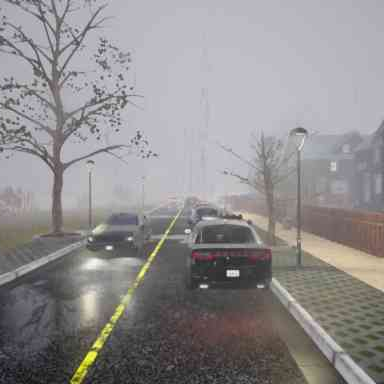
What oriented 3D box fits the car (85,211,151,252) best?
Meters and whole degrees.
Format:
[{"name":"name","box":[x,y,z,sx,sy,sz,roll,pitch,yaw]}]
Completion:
[{"name":"car","box":[-2.858,1.547,14.148,2.033,1.411,5.357,0,0,0]}]

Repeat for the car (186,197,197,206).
[{"name":"car","box":[-0.034,1.550,56.959,1.812,1.442,4.674,0,0,0]}]

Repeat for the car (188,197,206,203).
[{"name":"car","box":[0.810,1.459,25.320,1.801,1.575,5.366,0,0,0]}]

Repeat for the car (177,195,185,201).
[{"name":"car","box":[-2.800,1.586,83.044,1.812,1.442,4.674,0,0,0]}]

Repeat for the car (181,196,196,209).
[{"name":"car","box":[-0.008,1.367,45.868,2.097,1.767,4.553,0,0,0]}]

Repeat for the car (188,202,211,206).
[{"name":"car","box":[0.814,1.527,19.130,1.812,1.442,4.674,0,0,0]}]

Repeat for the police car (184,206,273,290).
[{"name":"police car","box":[0.820,1.425,9.240,1.930,1.638,5.238,0,0,0]}]

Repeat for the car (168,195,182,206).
[{"name":"car","box":[-2.872,1.500,54.863,1.882,1.535,5.008,0,0,0]}]
